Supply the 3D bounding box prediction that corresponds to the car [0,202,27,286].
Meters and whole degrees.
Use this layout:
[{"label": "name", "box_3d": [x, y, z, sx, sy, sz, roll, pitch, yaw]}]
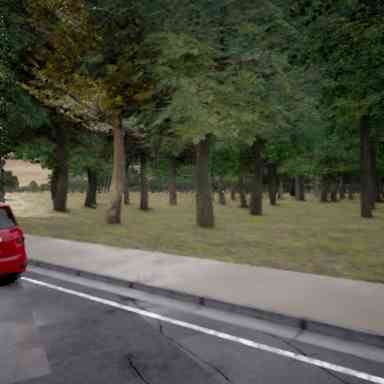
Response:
[{"label": "car", "box_3d": [-6.295, 1.230, 8.170, 5.566, 2.045, 2.150, 0, 0, 35]}]
